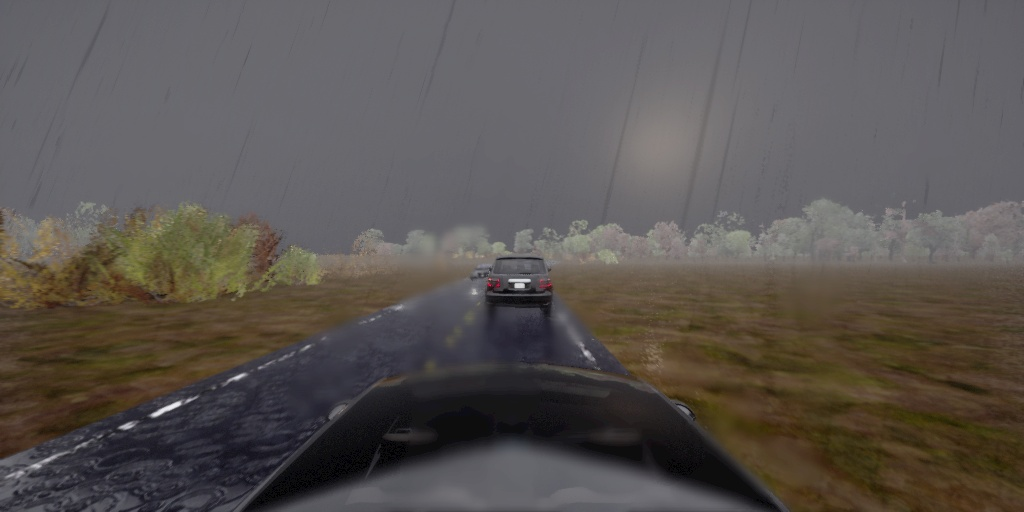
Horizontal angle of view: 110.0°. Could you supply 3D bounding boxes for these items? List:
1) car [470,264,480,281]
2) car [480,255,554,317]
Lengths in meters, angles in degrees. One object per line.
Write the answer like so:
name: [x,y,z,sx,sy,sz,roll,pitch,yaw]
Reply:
car: [-2.124,1.312,29.276,1.994,1.385,4.181,0,0,4]
car: [0.302,0.972,13.272,2.150,2.045,5.566,0,0,2]
